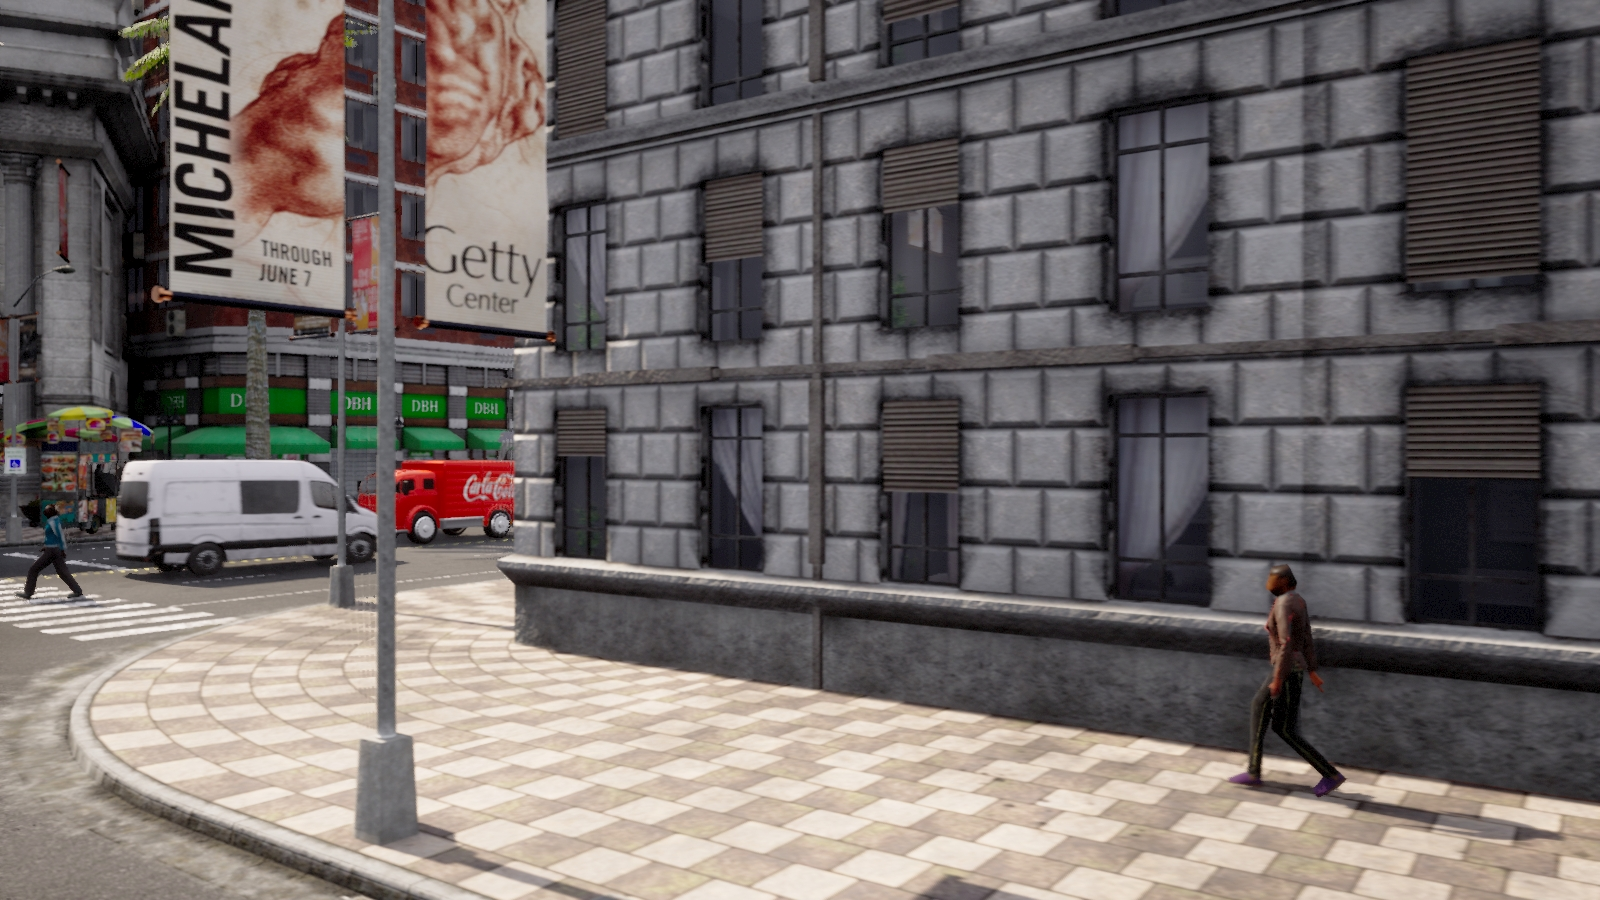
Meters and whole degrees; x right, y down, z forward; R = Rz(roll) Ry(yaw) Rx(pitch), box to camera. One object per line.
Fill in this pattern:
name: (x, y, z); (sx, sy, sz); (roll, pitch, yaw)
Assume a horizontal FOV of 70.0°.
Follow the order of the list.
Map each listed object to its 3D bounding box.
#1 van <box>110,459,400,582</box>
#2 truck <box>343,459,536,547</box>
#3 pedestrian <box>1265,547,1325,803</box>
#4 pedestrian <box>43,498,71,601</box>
van: (-12.716, 1.520, 27.105); (1.988, 2.561, 5.915); (-1, -1, 39)
truck: (-11.090, 1.552, 35.544); (2.627, 2.467, 5.204); (0, 0, 35)
pedestrian: (3.791, 1.694, 8.746); (0.375, 1.860, 0.375); (0, 0, 31)
pedestrian: (-13.735, 1.836, 21.121); (0.375, 1.860, 0.375); (0, 0, -24)
